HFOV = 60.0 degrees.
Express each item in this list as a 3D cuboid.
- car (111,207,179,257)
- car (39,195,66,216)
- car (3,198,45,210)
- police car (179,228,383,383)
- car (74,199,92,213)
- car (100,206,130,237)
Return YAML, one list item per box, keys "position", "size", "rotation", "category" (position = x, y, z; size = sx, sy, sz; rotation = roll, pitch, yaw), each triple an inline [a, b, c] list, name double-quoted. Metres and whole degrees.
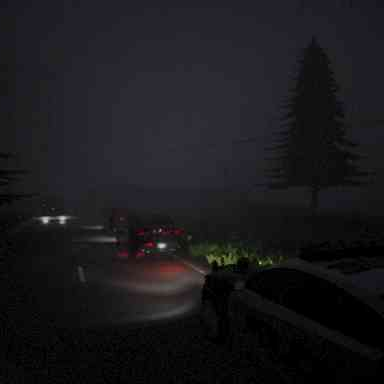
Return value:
- position: [-1.850, 1.535, 13.172]
  size: [1.837, 1.490, 4.892]
  rotation: [0, 0, -21]
  category: "car"
- position: [-14.937, 1.397, 35.950]
  size: [2.150, 2.045, 5.566]
  rotation: [0, 0, -21]
  category: "car"
- position: [-23.293, 1.652, 46.246]
  size: [5.008, 1.535, 1.882]
  rotation: [1, -1, -20]
  category: "car"
- position: [1.655, 1.413, 3.925]
  size: [1.930, 1.638, 5.238]
  rotation: [0, 0, -21]
  category: "police car"
- position: [-13.176, 1.638, 40.248]
  size: [1.882, 1.535, 5.008]
  rotation: [0, 0, -23]
  category: "car"
- position: [-3.977, 1.560, 18.783]
  size: [1.837, 1.490, 4.892]
  rotation: [0, 0, -21]
  category: "car"
